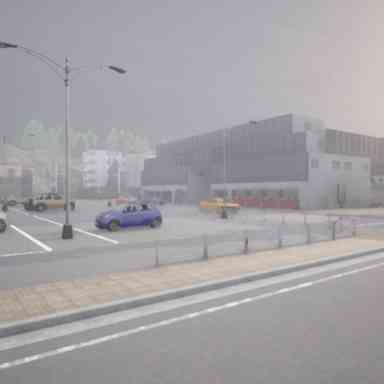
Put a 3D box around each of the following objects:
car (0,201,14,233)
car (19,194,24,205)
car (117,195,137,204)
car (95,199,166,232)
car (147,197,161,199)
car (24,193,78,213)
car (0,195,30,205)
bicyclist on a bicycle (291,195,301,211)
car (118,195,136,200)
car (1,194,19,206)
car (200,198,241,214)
[{"bbox_3d":[-11.329,1.383,16.682,3.806,1.475,1.970,0,0,-35],"label":"car"},{"bbox_3d":[-16.102,1.050,35.939,3.866,1.878,1.905,0,0,-35],"label":"car"},{"bbox_3d":[-11.873,1.401,60.686,1.837,1.490,4.892,0,0,-35],"label":"car"},{"bbox_3d":[-3.542,1.347,18.500,3.633,1.501,1.845,0,0,-35],"label":"car"},{"bbox_3d":[-6.139,1.444,52.589,2.033,1.411,5.357,0,0,-35],"label":"car"},{"bbox_3d":[-14.097,1.069,33.796,4.605,1.855,1.932,0,0,-35],"label":"car"},{"bbox_3d":[-27.394,1.206,51.486,3.806,1.475,1.970,0,0,-35],"label":"car"},{"bbox_3d":[10.934,1.185,34.904,1.656,1.620,0.582,-1,0,-35],"label":"bicyclist on a bicycle"},{"bbox_3d":[-9.946,1.260,51.771,2.097,1.767,4.553,0,0,-35],"label":"car"},{"bbox_3d":[-23.445,1.126,46.416,5.027,1.636,2.152,0,0,-35],"label":"car"},{"bbox_3d":[2.791,1.387,33.486,1.882,1.535,5.008,0,0,-35],"label":"car"}]
